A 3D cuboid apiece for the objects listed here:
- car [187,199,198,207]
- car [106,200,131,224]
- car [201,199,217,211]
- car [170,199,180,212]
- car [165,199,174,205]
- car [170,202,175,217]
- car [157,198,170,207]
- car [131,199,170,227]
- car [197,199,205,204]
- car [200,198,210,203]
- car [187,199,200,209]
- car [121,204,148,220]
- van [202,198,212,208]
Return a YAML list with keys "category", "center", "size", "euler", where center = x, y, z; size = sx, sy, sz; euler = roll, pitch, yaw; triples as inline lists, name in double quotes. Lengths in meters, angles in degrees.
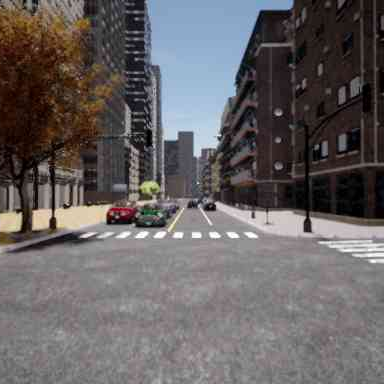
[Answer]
- category: "car"
  center: [0.016, 2.274, 67.348]
  size: [2.128, 1.511, 4.902]
  euler: [0, -1, 0]
- category: "car"
  center: [-5.686, 1.626, 27.779]
  size: [2.192, 1.841, 5.009]
  euler: [0, -1, 0]
- category: "car"
  center: [2.701, 2.130, 49.864]
  size: [1.947, 1.339, 4.313]
  euler: [0, -1, 0]
- category: "car"
  center: [-3.079, 1.985, 43.760]
  size: [2.128, 1.511, 4.902]
  euler: [0, -1, 0]
- category: "car"
  center: [-5.672, 2.520, 83.001]
  size: [2.008, 1.369, 4.403]
  euler: [0, -1, 0]
- category: "car"
  center: [-3.090, 1.988, 34.447]
  size: [1.895, 1.301, 4.718]
  euler: [0, -1, 0]
- category: "car"
  center: [-5.676, 2.079, 66.436]
  size: [2.192, 1.841, 5.009]
  euler: [0, -1, 0]
- category: "car"
  center: [-3.066, 1.636, 25.466]
  size: [2.097, 1.767, 4.553]
  euler: [0, -1, -1]
- category: "car"
  center: [2.378, 2.560, 89.898]
  size: [1.837, 1.490, 4.892]
  euler: [0, -1, 0]
- category: "car"
  center: [2.703, 2.157, 55.557]
  size: [1.752, 1.417, 4.829]
  euler: [0, -1, 0]
- category: "car"
  center: [0.115, 2.154, 57.043]
  size: [1.837, 1.490, 4.892]
  euler: [0, -1, 0]
- category: "car"
  center: [-5.684, 1.940, 33.299]
  size: [1.947, 1.339, 4.313]
  euler: [0, -1, 0]
- category: "van"
  center: [2.703, 2.037, 60.912]
  size: [1.690, 1.788, 3.998]
  euler: [0, -1, 0]
